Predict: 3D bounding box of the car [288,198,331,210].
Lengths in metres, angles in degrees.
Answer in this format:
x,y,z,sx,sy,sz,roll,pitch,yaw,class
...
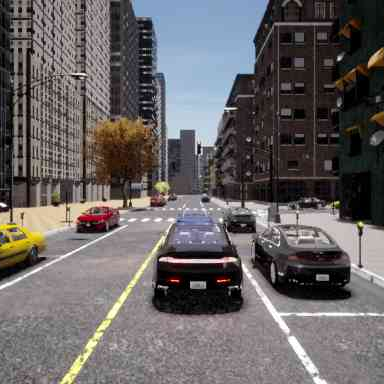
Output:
x,y,z,sx,sy,sz,roll,pitch,yaw,class
13.620,1.359,39.534,4.403,1.369,2.008,-1,1,0,car

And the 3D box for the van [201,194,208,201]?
x,y,z,sx,sy,sz,roll,pitch,yaw,class
3.113,1.425,85.707,1.690,1.788,3.998,0,0,0,van

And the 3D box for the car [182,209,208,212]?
x,y,z,sx,sy,sz,roll,pitch,yaw,class
0.167,1.605,18.636,1.895,1.301,4.718,0,0,1,car

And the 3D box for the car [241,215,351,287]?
x,y,z,sx,sy,sz,roll,pitch,yaw,class
2.732,1.552,9.116,2.008,1.369,4.403,0,0,0,car

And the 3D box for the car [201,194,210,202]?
x,y,z,sx,sy,sz,roll,pitch,yaw,class
3.058,1.630,74.660,1.947,1.339,4.313,0,0,0,car

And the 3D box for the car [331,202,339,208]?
x,y,z,sx,sy,sz,roll,pitch,yaw,class
19.017,1.259,39.562,4.829,1.417,1.752,-1,1,0,car

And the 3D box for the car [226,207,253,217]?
x,y,z,sx,sy,sz,roll,pitch,yaw,class
2.786,1.555,20.182,2.008,1.369,4.403,0,0,0,car

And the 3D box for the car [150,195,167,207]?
x,y,z,sx,sy,sz,roll,pitch,yaw,class
-5.433,1.349,52.611,2.192,1.841,5.009,0,0,0,car

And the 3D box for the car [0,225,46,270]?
x,y,z,sx,sy,sz,roll,pitch,yaw,class
-5.649,1.526,8.988,1.752,1.417,4.829,0,0,0,car

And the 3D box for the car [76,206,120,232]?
x,y,z,sx,sy,sz,roll,pitch,yaw,class
-5.594,1.549,20.224,1.887,1.381,4.507,0,0,0,car

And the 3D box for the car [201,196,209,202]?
x,y,z,sx,sy,sz,roll,pitch,yaw,class
3.086,1.599,80.353,1.752,1.417,4.829,0,0,0,car

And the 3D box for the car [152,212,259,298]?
x,y,z,sx,sy,sz,roll,pitch,yaw,class
0.130,1.492,8.518,2.128,1.511,4.902,0,0,0,car

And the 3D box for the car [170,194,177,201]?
x,y,z,sx,sy,sz,roll,pitch,yaw,class
-5.268,1.649,85.749,1.947,1.339,4.313,0,0,0,car

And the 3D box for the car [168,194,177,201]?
x,y,z,sx,sy,sz,roll,pitch,yaw,class
-5.241,1.410,91.271,2.192,1.841,5.009,0,0,0,car

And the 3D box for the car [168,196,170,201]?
x,y,z,sx,sy,sz,roll,pitch,yaw,class
-5.405,1.607,58.134,1.947,1.339,4.313,0,0,0,car
